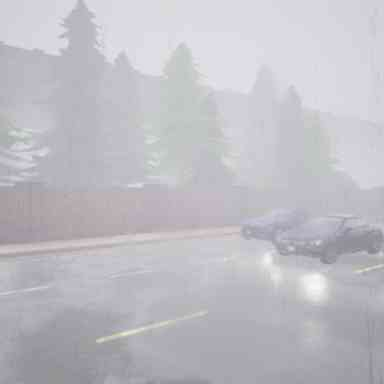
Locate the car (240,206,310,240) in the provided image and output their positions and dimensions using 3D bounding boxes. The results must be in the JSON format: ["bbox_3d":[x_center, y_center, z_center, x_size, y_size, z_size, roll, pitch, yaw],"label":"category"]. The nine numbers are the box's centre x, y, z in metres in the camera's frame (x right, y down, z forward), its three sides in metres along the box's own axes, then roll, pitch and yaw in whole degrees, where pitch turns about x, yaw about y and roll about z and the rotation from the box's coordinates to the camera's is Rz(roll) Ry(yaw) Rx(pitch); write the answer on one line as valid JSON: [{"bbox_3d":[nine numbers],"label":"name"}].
[{"bbox_3d":[4.484,1.470,15.782,5.008,1.535,1.882,0,0,-35],"label":"car"}]

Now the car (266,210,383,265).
[{"bbox_3d":[5.020,1.519,11.851,4.674,1.442,1.812,0,0,-36],"label":"car"}]
